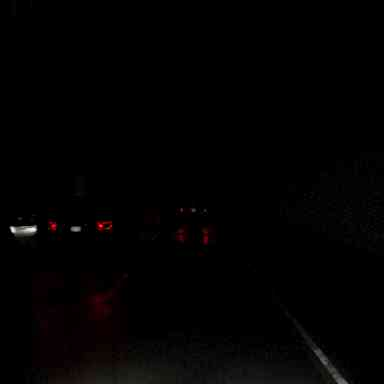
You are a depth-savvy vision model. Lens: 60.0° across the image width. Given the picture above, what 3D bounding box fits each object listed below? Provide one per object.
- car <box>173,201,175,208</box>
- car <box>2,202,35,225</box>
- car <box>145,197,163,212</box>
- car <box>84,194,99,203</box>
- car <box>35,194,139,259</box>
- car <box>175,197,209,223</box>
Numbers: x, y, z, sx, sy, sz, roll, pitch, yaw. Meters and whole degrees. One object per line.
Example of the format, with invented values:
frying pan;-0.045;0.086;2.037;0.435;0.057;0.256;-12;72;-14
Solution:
car;-1.229;1.354;41.160;2.033;1.411;5.357;0;0;-9
car;-10.668;1.457;22.595;1.994;1.385;4.181;0;0;-1
car;-4.143;1.321;36.343;2.128;1.511;4.902;0;0;-6
car;-19.323;1.203;63.718;2.128;1.511;4.902;0;0;-25
car;-3.403;1.163;12.421;2.150;2.045;5.566;0;0;0
car;0.065;1.240;24.153;2.097;1.767;4.553;0;0;-1
